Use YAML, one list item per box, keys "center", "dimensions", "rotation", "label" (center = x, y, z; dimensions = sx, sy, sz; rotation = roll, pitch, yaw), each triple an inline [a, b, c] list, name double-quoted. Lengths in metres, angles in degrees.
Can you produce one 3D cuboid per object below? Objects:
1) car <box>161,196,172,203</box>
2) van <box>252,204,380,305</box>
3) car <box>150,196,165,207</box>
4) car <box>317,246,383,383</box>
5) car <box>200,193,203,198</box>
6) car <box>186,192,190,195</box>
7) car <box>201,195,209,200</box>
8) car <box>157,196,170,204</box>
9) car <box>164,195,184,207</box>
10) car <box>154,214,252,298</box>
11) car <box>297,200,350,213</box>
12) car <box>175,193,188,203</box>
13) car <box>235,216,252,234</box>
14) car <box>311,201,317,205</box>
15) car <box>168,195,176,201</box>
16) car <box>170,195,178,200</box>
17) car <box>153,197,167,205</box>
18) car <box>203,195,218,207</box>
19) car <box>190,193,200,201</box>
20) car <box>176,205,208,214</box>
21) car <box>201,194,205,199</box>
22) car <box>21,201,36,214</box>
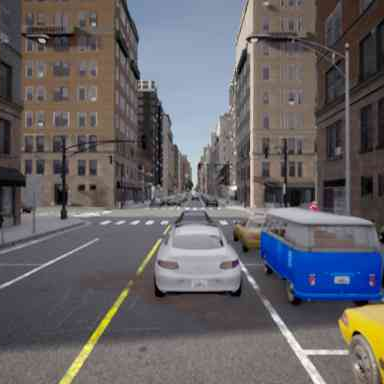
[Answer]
- center: [-5.229, 1.504, 67.833]
  dimensions: [1.887, 1.381, 4.507]
  rotation: [1, 0, 1]
  label: "car"
- center: [2.688, 1.337, 7.793]
  dimensions: [1.690, 1.788, 3.998]
  rotation: [1, 0, 0]
  label: "van"
- center: [-5.465, 1.554, 51.247]
  dimensions: [1.802, 1.307, 4.206]
  rotation: [1, 0, 1]
  label: "car"
- center: [2.679, 1.524, 2.290]
  dimensions: [1.752, 1.417, 4.829]
  rotation: [1, 0, 0]
  label: "car"
- center: [3.452, 1.514, 78.781]
  dimensions: [1.947, 1.339, 4.313]
  rotation: [1, 0, 1]
  label: "car"
- center: [-2.186, 1.425, 81.479]
  dimensions: [1.882, 1.535, 5.008]
  rotation: [0, 0, 1]
  label: "car"
- center: [3.608, 1.489, 89.841]
  dimensions: [2.008, 1.369, 4.403]
  rotation: [1, 0, 1]
  label: "car"
- center: [-5.308, 1.514, 62.304]
  dimensions: [2.008, 1.369, 4.403]
  rotation: [1, 0, 1]
  label: "car"
- center: [-2.702, 1.534, 51.270]
  dimensions: [1.994, 1.385, 4.181]
  rotation: [0, 0, 1]
  label: "car"
- center: [0.093, 1.521, 8.413]
  dimensions: [1.812, 1.442, 4.674]
  rotation: [0, 0, -1]
  label: "car"
- center: [15.378, 1.686, 39.133]
  dimensions: [5.357, 1.411, 2.033]
  rotation: [0, -1, 0]
  label: "car"
- center: [-2.429, 1.451, 66.481]
  dimensions: [2.128, 1.511, 4.902]
  rotation: [0, 0, 1]
  label: "car"
- center: [2.694, 1.518, 13.637]
  dimensions: [1.752, 1.417, 4.829]
  rotation: [1, 0, 0]
  label: "car"
- center: [15.595, 1.325, 35.886]
  dimensions: [5.566, 2.045, 2.150]
  rotation: [-1, -1, 0]
  label: "car"
- center: [-4.996, 1.470, 84.249]
  dimensions: [1.752, 1.417, 4.829]
  rotation: [1, 0, 1]
  label: "car"
- center: [-4.916, 1.505, 89.948]
  dimensions: [1.947, 1.339, 4.313]
  rotation: [1, 0, 1]
  label: "car"
- center: [-5.386, 1.533, 56.776]
  dimensions: [1.947, 1.339, 4.313]
  rotation: [1, 0, 1]
  label: "car"
- center: [3.060, 1.536, 51.130]
  dimensions: [1.947, 1.339, 4.313]
  rotation: [1, 0, 1]
  label: "car"
- center: [0.848, 1.469, 83.849]
  dimensions: [1.812, 1.442, 4.674]
  rotation: [0, 0, 1]
  label: "car"
- center: [0.113, 1.556, 15.978]
  dimensions: [1.994, 1.385, 4.181]
  rotation: [0, 0, 0]
  label: "car"
- center: [3.217, 1.513, 62.190]
  dimensions: [2.008, 1.369, 4.403]
  rotation: [1, 0, 1]
  label: "car"
- center: [-17.912, 1.347, 32.700]
  dimensions: [4.892, 1.490, 1.837]
  rotation: [1, -1, 0]
  label: "car"
